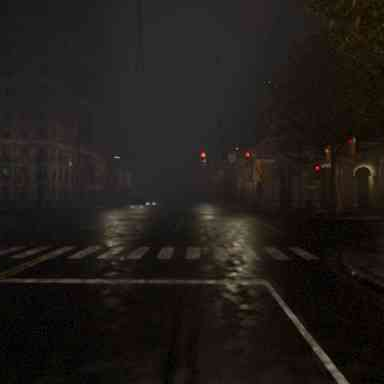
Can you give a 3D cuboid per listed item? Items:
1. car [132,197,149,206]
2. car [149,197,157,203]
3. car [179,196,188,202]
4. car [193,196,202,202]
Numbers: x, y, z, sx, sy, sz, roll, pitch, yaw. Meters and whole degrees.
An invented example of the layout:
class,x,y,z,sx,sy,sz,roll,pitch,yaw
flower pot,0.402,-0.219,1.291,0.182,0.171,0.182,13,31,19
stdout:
class,x,y,z,sx,sy,sz,roll,pitch,yaw
car,-9.634,1.630,60.441,1.882,1.535,5.008,0,0,1
car,-9.226,1.792,76.701,1.895,1.301,4.718,0,0,1
car,-2.091,1.668,81.885,2.128,1.511,4.902,0,0,1
car,1.408,1.672,81.797,2.128,1.511,4.902,0,0,1
